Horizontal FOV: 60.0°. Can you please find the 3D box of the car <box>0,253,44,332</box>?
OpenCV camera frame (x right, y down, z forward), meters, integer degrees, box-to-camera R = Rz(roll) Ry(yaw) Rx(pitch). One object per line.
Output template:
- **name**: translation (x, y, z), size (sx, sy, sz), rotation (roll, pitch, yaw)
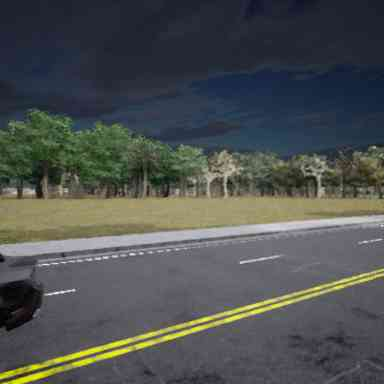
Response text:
- **car**: translation (-4.624, 1.501, 4.378), size (4.892, 1.490, 1.837), rotation (0, 0, -36)
